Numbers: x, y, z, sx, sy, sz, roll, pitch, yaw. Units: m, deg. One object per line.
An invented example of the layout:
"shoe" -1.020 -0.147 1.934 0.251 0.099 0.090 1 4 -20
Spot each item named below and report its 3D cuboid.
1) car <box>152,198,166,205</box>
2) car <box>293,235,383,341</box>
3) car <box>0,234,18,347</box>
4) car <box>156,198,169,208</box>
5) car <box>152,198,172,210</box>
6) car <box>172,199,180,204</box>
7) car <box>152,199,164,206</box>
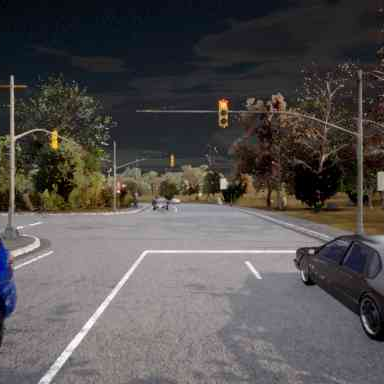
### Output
"car" -8.285 2.353 83.477 1.882 1.535 5.008 0 -1 -25
"car" 3.610 1.547 6.425 2.033 1.411 5.357 0 0 0
"car" -3.595 1.221 2.543 2.150 2.045 5.566 0 0 0
"car" -4.827 1.707 53.862 1.882 1.535 5.008 0 -1 -7
"car" -3.972 1.562 42.801 2.128 1.511 4.902 0 -1 -3
"car" -4.416 2.364 83.277 1.812 1.442 4.674 0 -1 -22
"car" -7.095 2.111 68.295 1.994 1.385 4.181 0 -1 -12
